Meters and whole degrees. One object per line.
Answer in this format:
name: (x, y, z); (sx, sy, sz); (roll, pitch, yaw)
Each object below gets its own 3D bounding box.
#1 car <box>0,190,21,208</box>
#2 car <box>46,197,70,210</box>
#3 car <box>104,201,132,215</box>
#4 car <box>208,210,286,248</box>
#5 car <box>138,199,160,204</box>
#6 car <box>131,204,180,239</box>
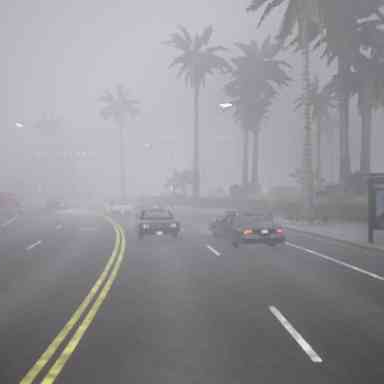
car: (-25.426, 1.059, 45.359); (5.566, 2.045, 2.150); (0, 0, 40)
car: (-16.398, 1.342, 40.465); (2.128, 1.511, 4.902); (0, 0, -37)
car: (-7.317, 1.480, 32.427); (1.895, 1.301, 4.718); (0, 0, -25)
car: (2.167, 1.491, 14.629); (2.033, 1.411, 5.357); (0, 0, -11)
car: (-4.507, 1.434, 34.420); (1.994, 1.385, 4.181); (0, 0, -26)
car: (-1.925, 1.536, 17.037); (1.895, 1.301, 4.718); (0, 0, -12)
